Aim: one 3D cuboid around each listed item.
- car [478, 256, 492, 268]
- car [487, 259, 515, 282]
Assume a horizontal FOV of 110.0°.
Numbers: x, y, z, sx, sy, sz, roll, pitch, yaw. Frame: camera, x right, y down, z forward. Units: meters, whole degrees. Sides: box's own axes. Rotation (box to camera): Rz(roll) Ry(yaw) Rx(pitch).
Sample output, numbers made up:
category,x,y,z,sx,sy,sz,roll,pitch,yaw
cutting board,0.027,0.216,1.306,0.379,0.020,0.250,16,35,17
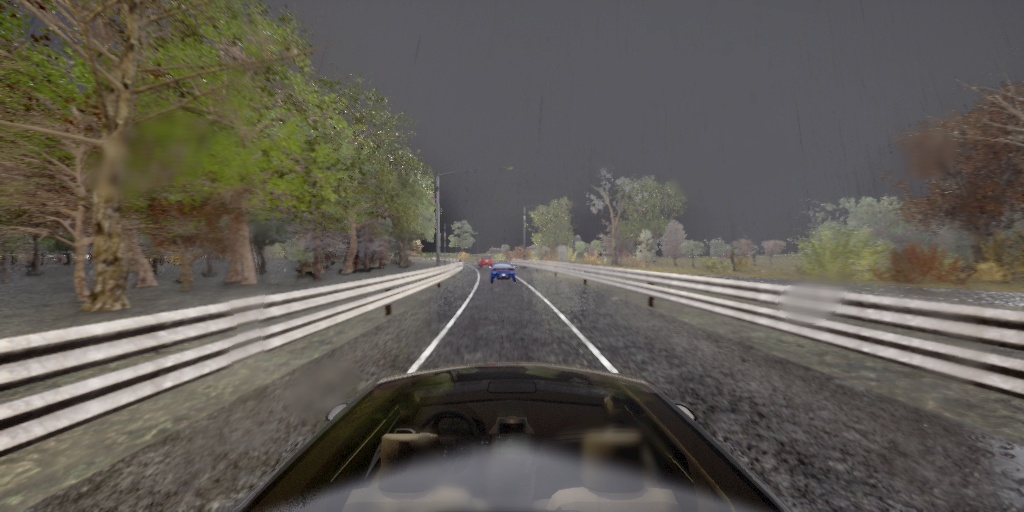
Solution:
category,x,y,z,sx,sy,sz,roll,pitch,yaw
car,-4.547,0.940,61.019,2.150,2.045,5.566,0,0,-10
car,-0.814,1.222,28.715,1.882,1.535,5.008,0,0,-4
